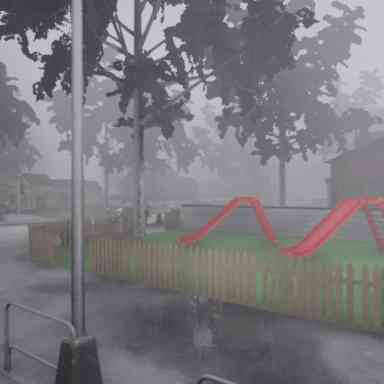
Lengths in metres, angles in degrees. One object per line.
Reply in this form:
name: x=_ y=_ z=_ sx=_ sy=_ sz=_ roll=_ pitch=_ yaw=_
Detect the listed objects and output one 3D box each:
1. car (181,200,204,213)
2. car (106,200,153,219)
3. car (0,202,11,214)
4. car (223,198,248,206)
car: x=0.307 y=1.655 z=39.016 sx=2.128 sy=1.511 sz=4.902 roll=-1 pitch=0 yaw=36
car: x=-5.711 y=1.515 z=30.588 sx=2.097 sy=1.767 sz=4.553 roll=-1 pitch=0 yaw=35
car: x=-19.841 y=1.557 z=33.144 sx=4.181 sy=1.381 sz=1.994 roll=-1 pitch=0 yaw=36
car: x=6.218 y=1.654 z=47.251 sx=2.128 sy=1.511 sz=4.902 roll=-1 pitch=0 yaw=36
